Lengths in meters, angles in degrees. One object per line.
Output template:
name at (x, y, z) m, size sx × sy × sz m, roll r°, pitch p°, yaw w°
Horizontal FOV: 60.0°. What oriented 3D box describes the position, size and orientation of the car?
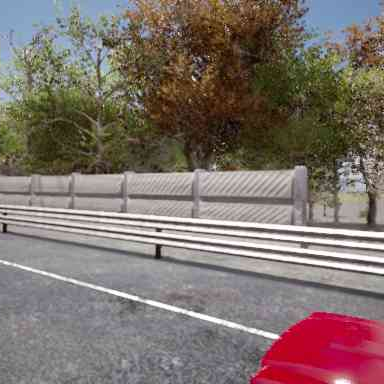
car at (2.686, 1.607, 1.951) m, size 4.718 × 1.301 × 1.895 m, roll 1°, pitch 1°, yaw 35°
